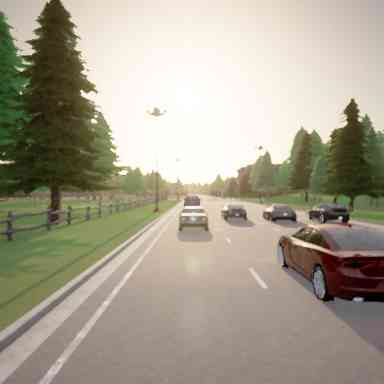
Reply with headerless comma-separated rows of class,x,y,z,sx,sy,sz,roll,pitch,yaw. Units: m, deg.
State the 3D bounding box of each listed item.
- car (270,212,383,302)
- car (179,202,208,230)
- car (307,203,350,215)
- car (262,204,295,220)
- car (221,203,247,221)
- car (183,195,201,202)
car,3.597,1.513,8.407,1.882,1.535,5.008,0,0,0
car,0.094,1.638,21.636,2.033,1.411,5.357,0,0,0
car,10.592,1.614,26.136,1.837,1.490,4.892,0,0,0
car,7.092,1.678,27.294,1.994,1.385,4.181,0,0,0
car,3.579,1.646,28.748,1.812,1.442,4.674,0,0,0
car,0.043,1.408,44.207,2.150,2.045,5.566,0,0,0
